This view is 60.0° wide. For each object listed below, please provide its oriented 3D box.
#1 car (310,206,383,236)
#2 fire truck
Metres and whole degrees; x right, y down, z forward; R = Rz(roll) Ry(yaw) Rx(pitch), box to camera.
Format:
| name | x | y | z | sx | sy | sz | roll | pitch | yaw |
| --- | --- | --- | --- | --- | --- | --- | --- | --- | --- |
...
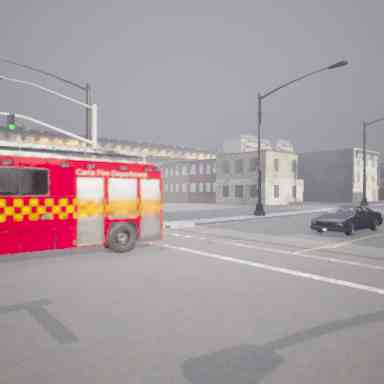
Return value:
| name | x | y | z | sx | sy | sz | roll | pitch | yaw |
| --- | --- | --- | --- | --- | --- | --- | --- | --- | --- |
| car | 8.748 | 1.490 | 18.523 | 5.357 | 1.411 | 2.033 | -1 | 0 | -40 |
| fire truck | -5.253 | 0.349 | 11.710 | 8.468 | 3.827 | 2.891 | 0 | 0 | -37 |
